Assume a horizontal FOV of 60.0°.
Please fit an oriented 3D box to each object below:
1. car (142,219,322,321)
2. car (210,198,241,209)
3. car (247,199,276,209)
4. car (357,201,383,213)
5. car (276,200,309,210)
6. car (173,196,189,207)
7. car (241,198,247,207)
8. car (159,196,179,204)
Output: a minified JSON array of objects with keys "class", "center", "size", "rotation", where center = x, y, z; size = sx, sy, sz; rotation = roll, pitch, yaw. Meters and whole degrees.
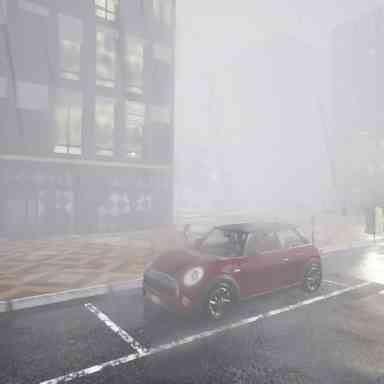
[{"class":"car","center":[0.960,1.442,7.241],"size":[4.097,1.590,1.967],"rotation":[0,1,-36]},{"class":"car","center":[4.327,1.677,46.662],"size":[2.008,1.369,4.403],"rotation":[1,-1,-35]},{"class":"car","center":[11.164,1.799,51.509],"size":[1.887,1.381,4.507],"rotation":[1,-1,-35]},{"class":"car","center":[21.011,1.730,37.637],"size":[1.947,1.339,4.313],"rotation":[1,-1,-35]},{"class":"car","center":[14.445,1.806,46.884],"size":[1.802,1.307,4.206],"rotation":[1,-1,-35]},{"class":"car","center":[-2.238,1.733,55.910],"size":[1.887,1.381,4.507],"rotation":[1,-1,-35]},{"class":"car","center":[7.881,1.725,56.133],"size":[1.967,1.590,4.097],"rotation":[1,-1,-35]},{"class":"car","center":[-5.249,1.724,74.631],"size":[2.192,1.841,5.009],"rotation":[1,-1,-35]}]
